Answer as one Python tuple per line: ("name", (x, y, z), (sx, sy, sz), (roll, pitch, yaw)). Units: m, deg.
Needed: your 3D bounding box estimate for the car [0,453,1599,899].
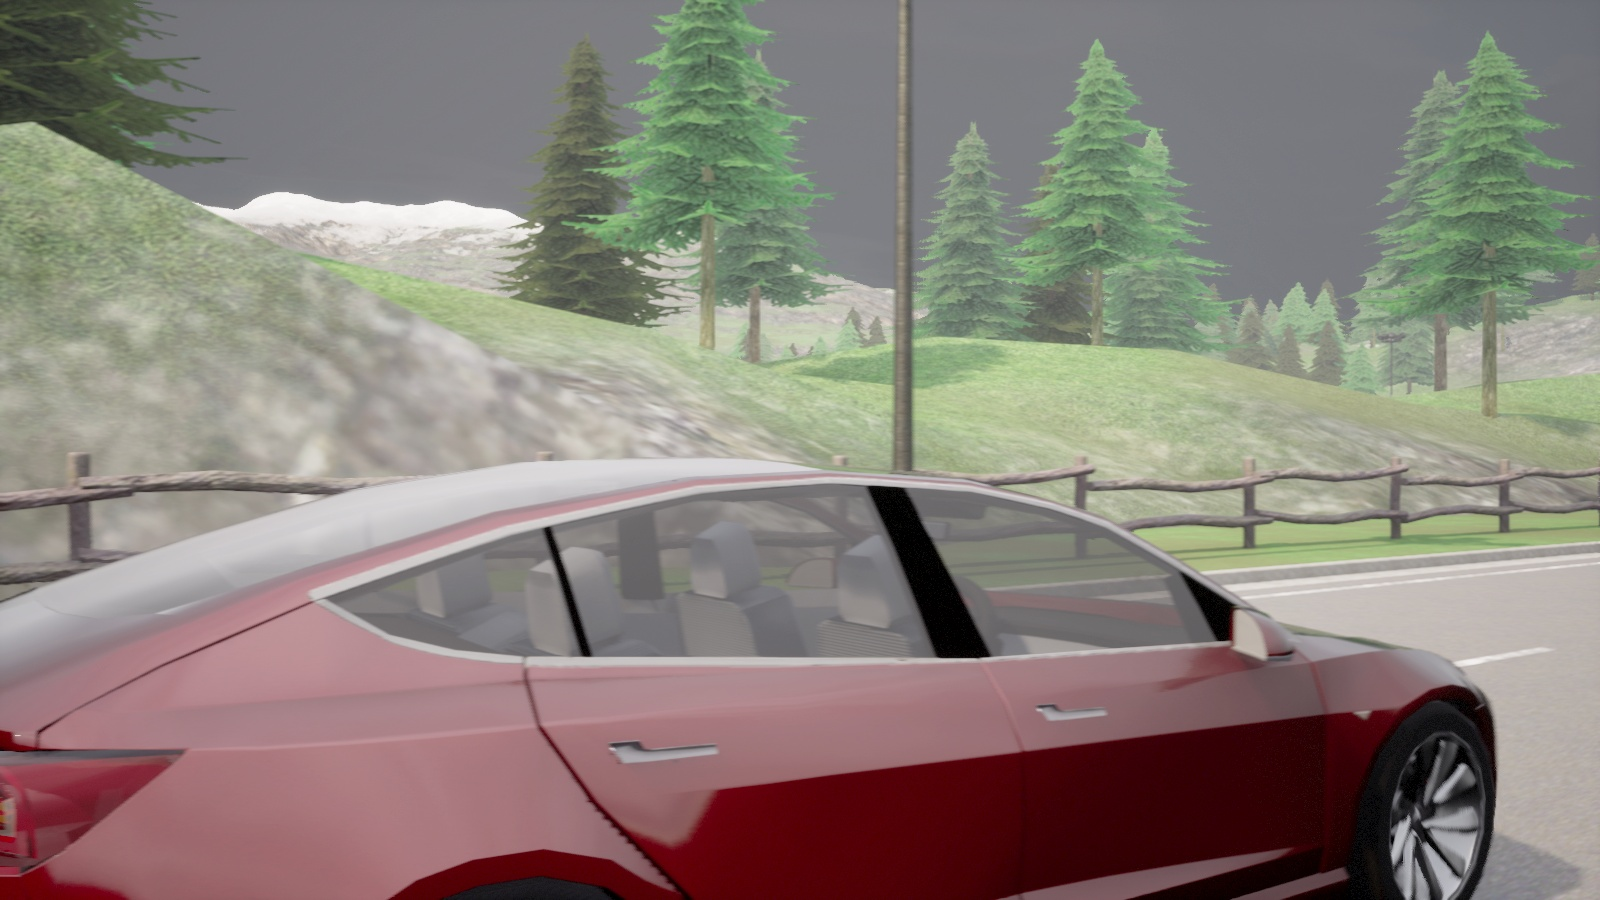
("car", (0.138, 0.761, 3.755), (4.792, 1.488, 2.163), (0, 0, -35))
